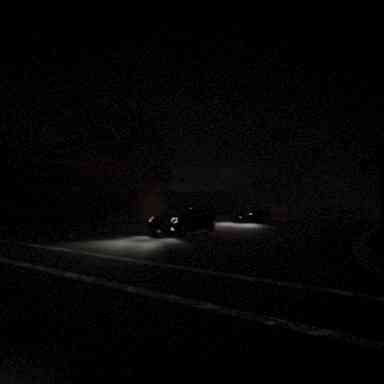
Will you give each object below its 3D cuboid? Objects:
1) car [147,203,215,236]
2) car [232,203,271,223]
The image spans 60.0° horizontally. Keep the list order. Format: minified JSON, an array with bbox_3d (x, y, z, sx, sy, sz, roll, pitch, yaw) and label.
[{"bbox_3d":[-0.527,1.491,19.392,2.097,1.767,4.553,-1,0,34],"label":"car"},{"bbox_3d":[5.059,1.673,27.666,1.812,1.442,4.674,-1,0,34],"label":"car"}]
